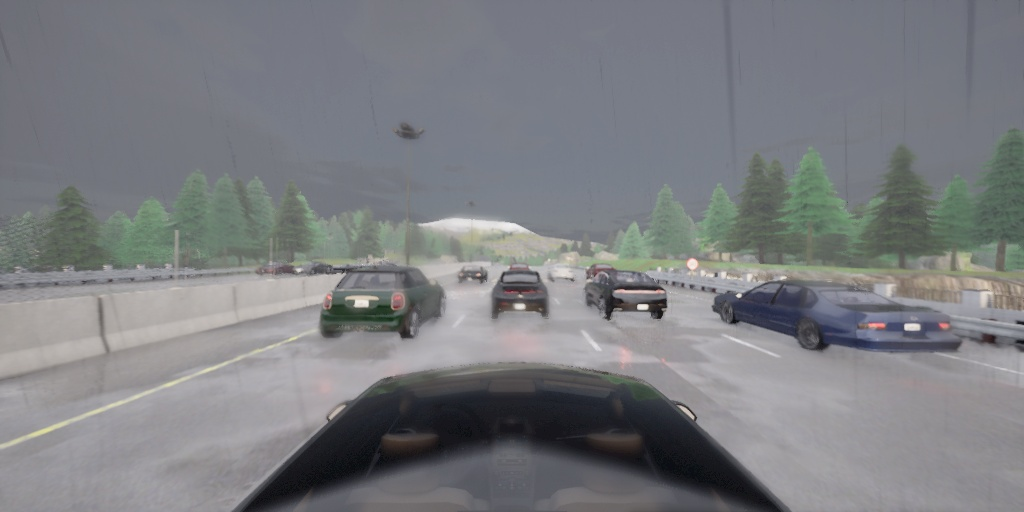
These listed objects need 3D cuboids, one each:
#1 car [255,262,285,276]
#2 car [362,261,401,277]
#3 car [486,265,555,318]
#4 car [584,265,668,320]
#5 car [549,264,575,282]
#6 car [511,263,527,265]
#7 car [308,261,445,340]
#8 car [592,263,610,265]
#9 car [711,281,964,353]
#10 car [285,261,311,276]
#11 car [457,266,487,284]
[{"bbox_3d":[-23.890,1.286,36.527,1.994,1.385,4.181,0,0,1],"label":"car"},{"bbox_3d":[-13.373,1.285,37.012,2.128,1.511,4.902,0,-1,1],"label":"car"},{"bbox_3d":[0.290,1.240,12.893,1.837,1.490,4.892,0,0,1],"label":"car"},{"bbox_3d":[3.787,1.248,12.676,2.128,1.511,4.902,0,0,1],"label":"car"},{"bbox_3d":[4.113,1.383,30.498,1.812,1.442,4.674,0,0,1],"label":"car"},{"bbox_3d":[0.623,1.317,31.063,1.882,1.535,5.008,0,0,1],"label":"car"},{"bbox_3d":[-3.262,1.063,9.998,2.097,1.767,4.553,0,0,1],"label":"car"},{"bbox_3d":[7.634,1.361,30.958,1.882,1.535,5.008,0,0,1],"label":"car"},{"bbox_3d":[7.219,1.323,8.937,2.033,1.411,5.357,0,0,1],"label":"car"},{"bbox_3d":[-20.380,1.238,36.840,2.128,1.511,4.902,0,-1,1],"label":"car"},{"bbox_3d":[-2.937,1.395,27.845,1.895,1.301,4.718,0,0,1],"label":"car"}]
